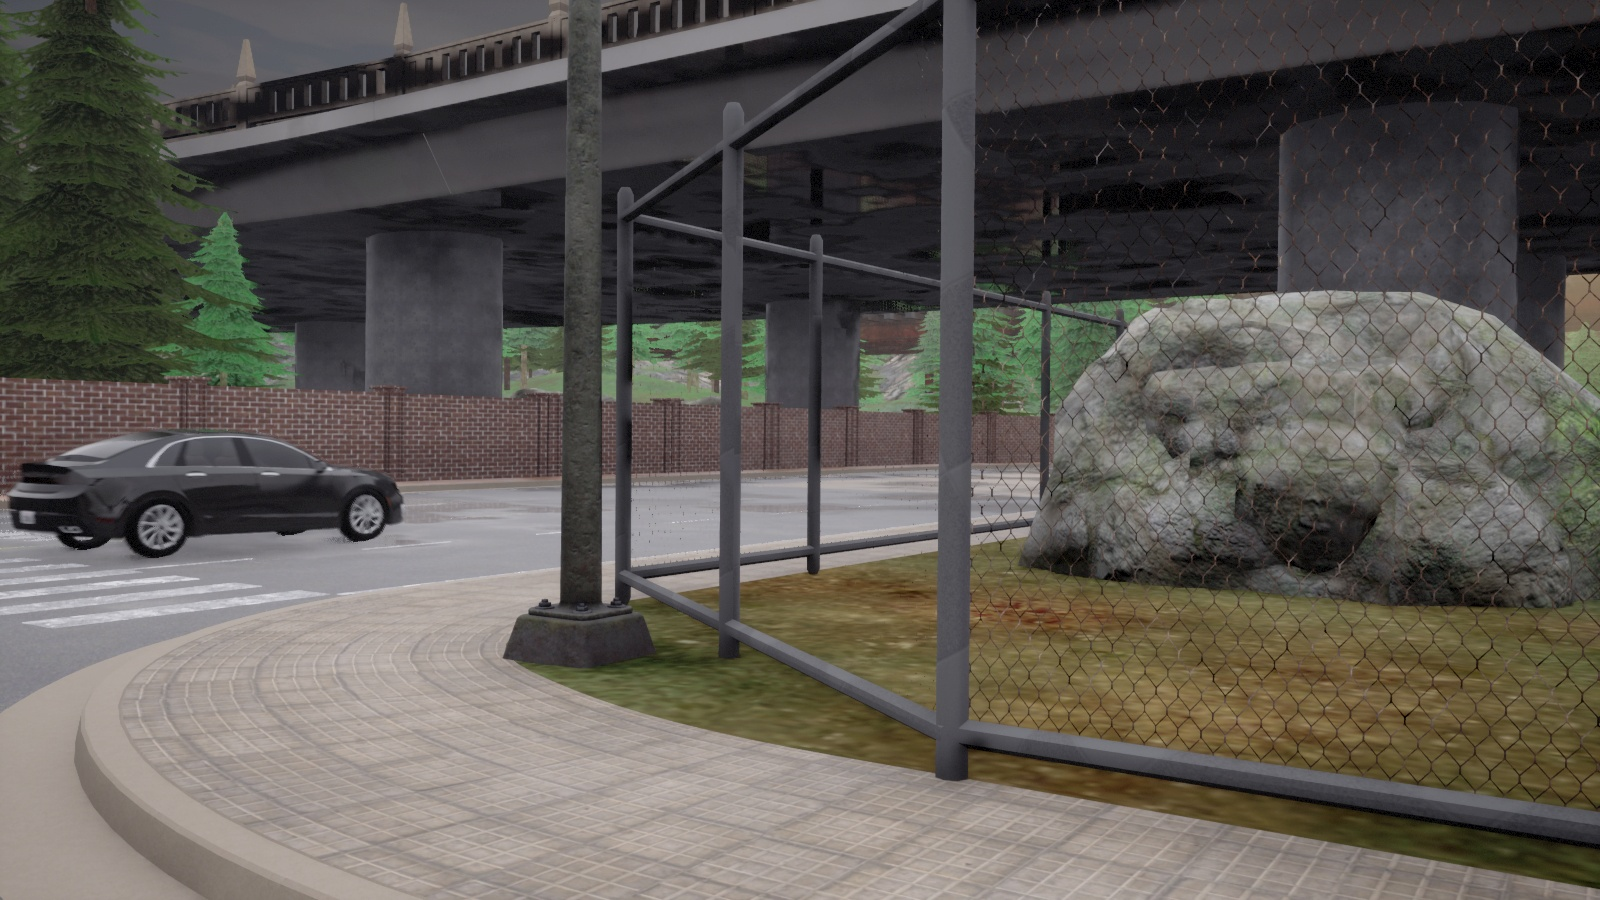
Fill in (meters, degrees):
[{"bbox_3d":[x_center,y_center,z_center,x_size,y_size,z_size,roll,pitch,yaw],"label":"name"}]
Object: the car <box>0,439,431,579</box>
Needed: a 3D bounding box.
[{"bbox_3d":[-7.385,0.635,16.361,1.837,1.490,4.892,0,1,33],"label":"car"}]
